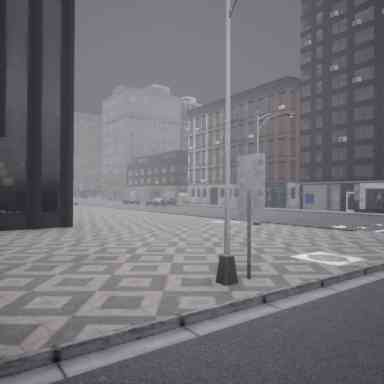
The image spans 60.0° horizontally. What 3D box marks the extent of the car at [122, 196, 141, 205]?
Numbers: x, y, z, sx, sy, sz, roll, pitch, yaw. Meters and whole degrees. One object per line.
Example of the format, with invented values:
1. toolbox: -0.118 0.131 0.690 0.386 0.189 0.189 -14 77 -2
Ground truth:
1. car: -11.388 1.713 61.806 1.895 1.301 4.718 1 0 -36

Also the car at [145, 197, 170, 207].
1. car: -5.938 1.624 54.267 1.812 1.442 4.674 1 0 -36

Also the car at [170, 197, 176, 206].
1. car: -4.685 1.635 58.211 1.837 1.490 4.892 1 0 -36

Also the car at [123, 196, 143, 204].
1. car: -12.319 1.639 68.853 2.128 1.511 4.902 1 0 -36
